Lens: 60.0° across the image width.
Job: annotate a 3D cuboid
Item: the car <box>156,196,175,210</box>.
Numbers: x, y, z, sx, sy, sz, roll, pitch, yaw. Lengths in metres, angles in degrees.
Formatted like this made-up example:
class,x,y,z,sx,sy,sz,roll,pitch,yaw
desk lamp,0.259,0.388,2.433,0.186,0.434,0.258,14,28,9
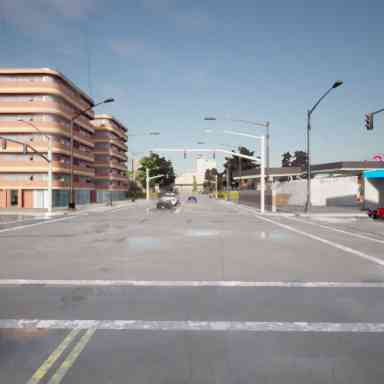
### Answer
class,x,y,z,sx,sy,sz,roll,pitch,yaw
car,-3.575,1.601,43.233,1.895,1.301,4.718,0,0,0

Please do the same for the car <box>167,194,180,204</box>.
class,x,y,z,sx,sy,sz,roll,pitch,yaw
car,-3.520,1.352,63.387,2.097,1.767,4.553,0,0,0

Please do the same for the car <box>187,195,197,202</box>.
class,x,y,z,sx,sy,sz,roll,pitch,yaw
car,0.039,1.339,70.762,1.812,1.442,4.674,0,0,0

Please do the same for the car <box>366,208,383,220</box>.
class,x,y,z,sx,sy,sz,roll,pitch,yaw
car,16.549,1.601,26.377,4.718,1.301,1.895,0,0,1

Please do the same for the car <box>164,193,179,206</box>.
class,x,y,z,sx,sy,sz,roll,pitch,yaw
car,-3.563,1.221,53.256,2.150,2.045,5.566,0,0,0
